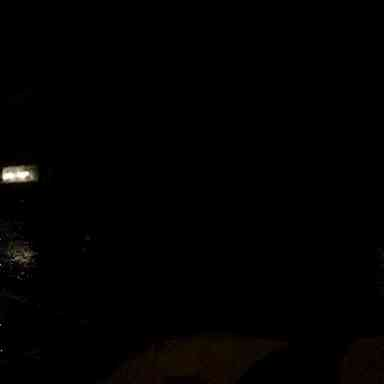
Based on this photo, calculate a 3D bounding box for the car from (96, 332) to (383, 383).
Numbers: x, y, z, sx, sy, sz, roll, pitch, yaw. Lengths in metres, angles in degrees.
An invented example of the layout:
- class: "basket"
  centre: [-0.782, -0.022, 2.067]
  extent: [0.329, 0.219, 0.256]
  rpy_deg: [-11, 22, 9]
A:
- class: "car"
  centre: [1.280, 1.526, 1.932]
  extent: [4.829, 1.417, 1.752]
  rpy_deg: [-1, 0, 37]
